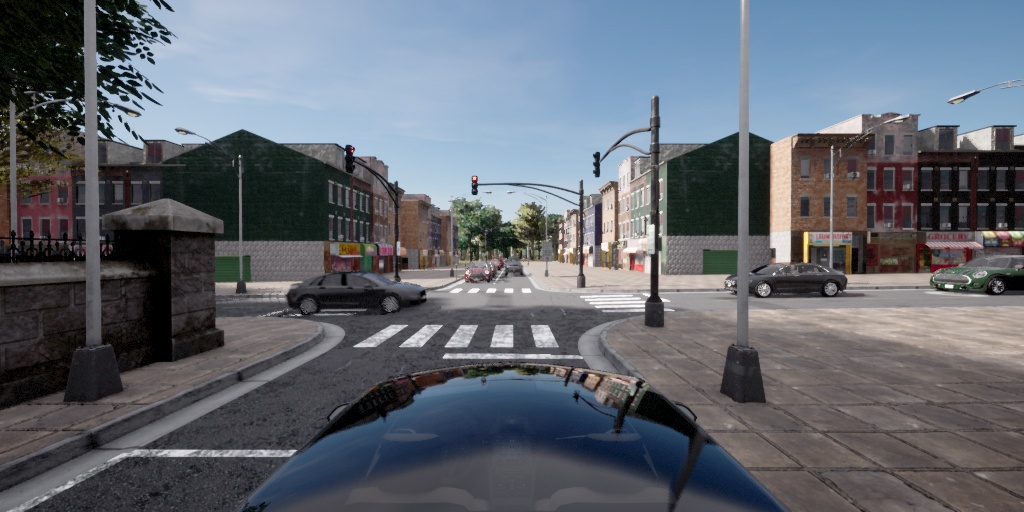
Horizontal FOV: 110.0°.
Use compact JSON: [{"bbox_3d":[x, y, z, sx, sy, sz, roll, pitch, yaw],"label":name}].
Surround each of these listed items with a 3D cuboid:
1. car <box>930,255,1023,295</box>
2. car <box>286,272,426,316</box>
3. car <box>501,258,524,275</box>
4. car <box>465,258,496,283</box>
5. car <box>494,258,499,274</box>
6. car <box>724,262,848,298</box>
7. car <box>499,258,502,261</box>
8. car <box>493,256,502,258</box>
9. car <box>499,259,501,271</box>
[{"bbox_3d":[22.104,0.763,16.285,4.553,1.767,2.097,-1,1,0],"label":"car"},{"bbox_3d":[-5.725,1.335,13.438,4.892,1.490,1.837,-1,0,0],"label":"car"},{"bbox_3d":[0.232,1.261,39.078,2.128,1.511,4.902,0,0,0],"label":"car"},{"bbox_3d":[-2.548,1.199,28.109,1.967,1.591,4.097,0,0,0],"label":"car"},{"bbox_3d":[-2.529,1.204,33.543,1.967,1.591,4.097,0,0,0],"label":"car"},{"bbox_3d":[12.326,1.046,16.323,4.892,1.490,1.837,-1,1,0],"label":"car"},{"bbox_3d":[-2.470,1.329,49.847,1.888,1.381,4.507,0,0,0],"label":"car"},{"bbox_3d":[-2.817,1.259,60.919,1.801,1.575,5.366,0,0,0],"label":"car"},{"bbox_3d":[-2.509,1.335,38.978,1.948,1.339,4.313,0,0,0],"label":"car"}]
